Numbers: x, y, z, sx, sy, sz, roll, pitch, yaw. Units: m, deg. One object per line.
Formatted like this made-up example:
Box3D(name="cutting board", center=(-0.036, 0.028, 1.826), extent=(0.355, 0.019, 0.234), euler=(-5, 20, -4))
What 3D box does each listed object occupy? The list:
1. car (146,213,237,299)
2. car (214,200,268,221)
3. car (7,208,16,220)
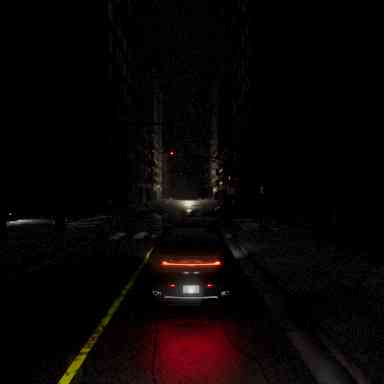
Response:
Box3D(name="car", center=(-0.016, 1.507, 8.412), extent=(1.837, 1.490, 4.892), euler=(0, 0, 0))
Box3D(name="car", center=(4.201, 1.458, 28.587), extent=(4.553, 1.767, 2.097), euler=(1, 0, 17))
Box3D(name="car", center=(-15.166, 1.388, 24.094), extent=(4.181, 1.385, 1.994), euler=(1, 0, -1))
